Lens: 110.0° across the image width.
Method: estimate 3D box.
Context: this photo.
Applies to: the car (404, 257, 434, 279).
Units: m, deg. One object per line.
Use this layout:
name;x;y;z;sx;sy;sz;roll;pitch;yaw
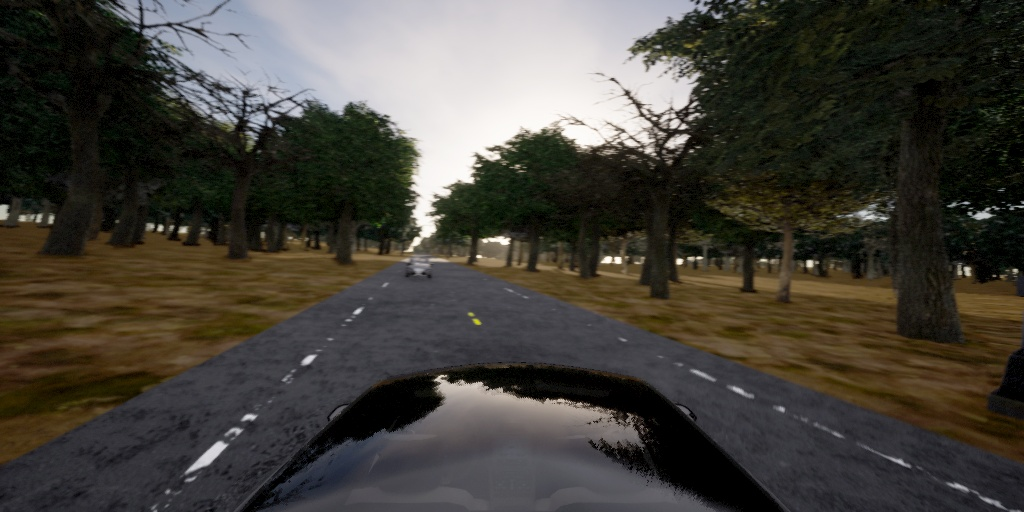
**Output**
car;-7.032;0.850;27.125;2.128;1.511;4.902;4;0;-14
